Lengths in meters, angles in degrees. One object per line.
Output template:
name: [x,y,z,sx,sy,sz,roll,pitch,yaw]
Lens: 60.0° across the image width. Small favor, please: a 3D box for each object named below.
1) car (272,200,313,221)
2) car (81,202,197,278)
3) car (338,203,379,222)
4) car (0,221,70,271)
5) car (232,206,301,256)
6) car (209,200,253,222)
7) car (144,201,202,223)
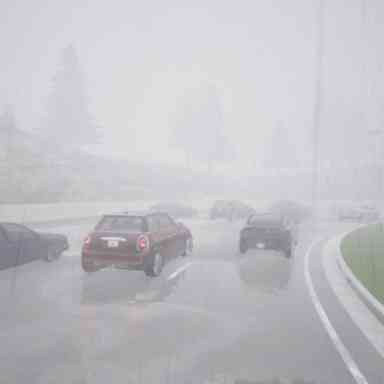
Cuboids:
car: [8.111,1.469,27.200,2.097,1.767,4.553,1,0,42]
car: [-1.474,1.355,10.551,2.097,1.767,4.553,1,0,15]
car: [14.013,1.698,28.055,4.674,1.442,1.812,1,0,-41]
car: [-5.616,1.510,9.119,2.033,1.411,5.357,0,0,13]
car: [3.210,1.557,13.496,1.837,1.490,4.892,0,0,21]
car: [3.381,1.425,27.034,2.097,1.767,4.553,1,0,38]
car: [-1.435,1.520,26.938,2.128,1.511,4.902,0,0,35]
